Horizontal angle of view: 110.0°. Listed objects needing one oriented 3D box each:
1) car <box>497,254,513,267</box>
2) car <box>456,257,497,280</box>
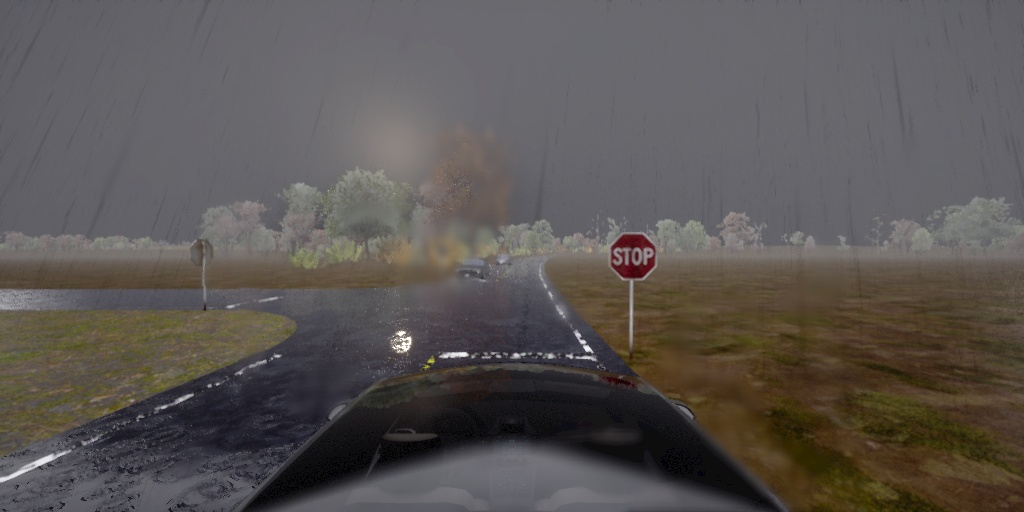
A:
[{"bbox_3d":[-0.992,0.505,44.504,2.128,1.511,4.902,0,1,5],"label":"car"},{"bbox_3d":[-2.612,0.893,25.905,2.033,1.411,5.357,0,1,4],"label":"car"}]
